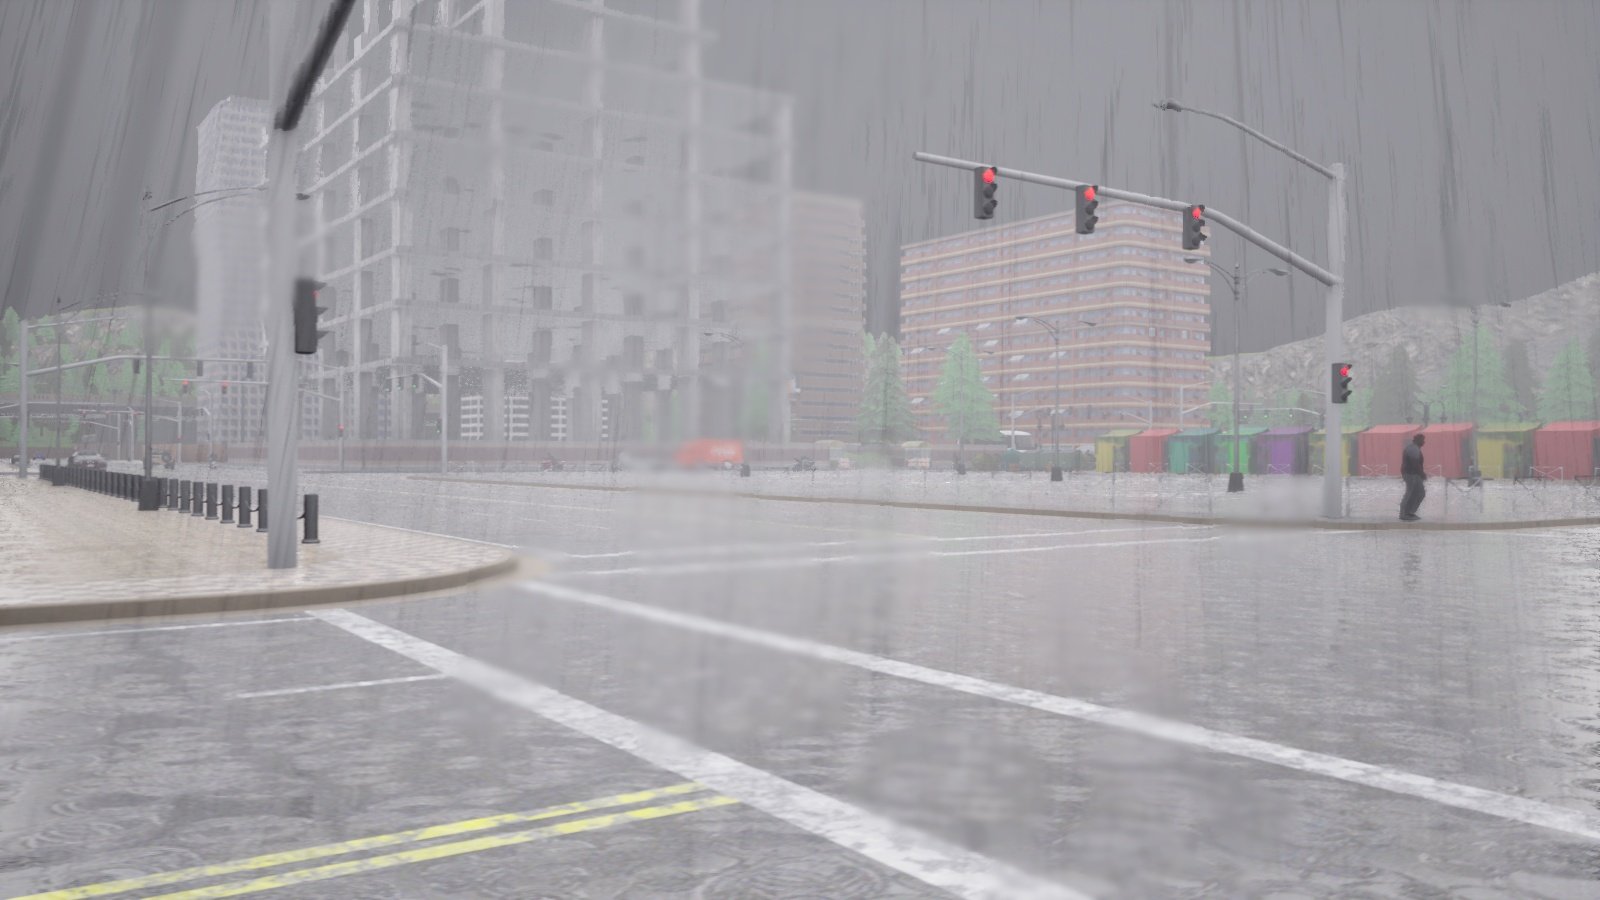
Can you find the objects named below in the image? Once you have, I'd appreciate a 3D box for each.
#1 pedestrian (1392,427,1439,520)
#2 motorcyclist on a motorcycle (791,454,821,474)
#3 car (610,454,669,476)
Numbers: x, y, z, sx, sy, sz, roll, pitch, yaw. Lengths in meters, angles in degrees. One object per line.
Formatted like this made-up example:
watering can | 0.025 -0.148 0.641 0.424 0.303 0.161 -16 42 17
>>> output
pedestrian | 12.623 0.481 25.779 0.849 1.883 0.563 0 0 24
motorcyclist on a motorcycle | 0.476 1.051 96.161 2.191 1.530 0.866 0 0 -35
car | -11.244 1.011 87.946 3.633 1.501 1.845 0 0 -35
